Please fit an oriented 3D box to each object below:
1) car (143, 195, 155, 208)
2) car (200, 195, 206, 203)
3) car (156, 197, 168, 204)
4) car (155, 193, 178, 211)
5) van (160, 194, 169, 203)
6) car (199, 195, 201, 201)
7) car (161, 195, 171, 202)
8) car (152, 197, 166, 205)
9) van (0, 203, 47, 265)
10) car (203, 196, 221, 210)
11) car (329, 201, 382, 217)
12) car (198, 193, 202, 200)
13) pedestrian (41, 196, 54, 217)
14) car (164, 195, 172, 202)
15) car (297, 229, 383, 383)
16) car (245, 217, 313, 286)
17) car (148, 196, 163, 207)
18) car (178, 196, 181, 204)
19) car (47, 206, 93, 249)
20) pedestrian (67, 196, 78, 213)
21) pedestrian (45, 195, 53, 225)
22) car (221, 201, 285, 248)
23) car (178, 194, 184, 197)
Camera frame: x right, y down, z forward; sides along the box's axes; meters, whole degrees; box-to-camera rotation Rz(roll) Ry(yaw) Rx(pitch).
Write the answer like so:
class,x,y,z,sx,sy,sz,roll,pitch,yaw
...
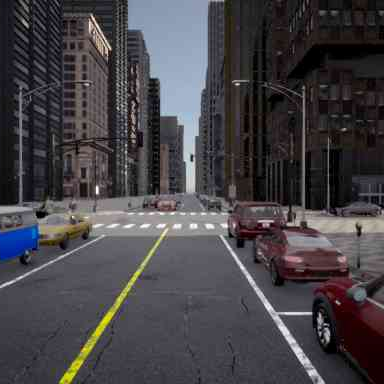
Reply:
class,x,y,z,sx,sy,sz,roll,pitch,yaw
car,-5.770,1.322,47.387,2.192,1.841,5.009,0,0,0
car,2.755,1.560,53.039,2.008,1.369,4.403,0,0,0
car,-5.771,1.596,64.309,1.802,1.307,4.206,0,0,0
car,-3.046,1.357,40.709,2.097,1.767,4.553,0,0,-2
van,-5.773,1.359,69.950,1.690,1.788,3.998,0,0,0
car,2.754,1.556,58.679,1.887,1.381,4.507,0,0,0
car,-5.773,1.461,75.591,1.967,1.590,4.097,0,0,0
car,-5.771,1.578,58.670,1.947,1.339,4.313,0,0,0
van,-5.766,1.341,9.095,1.690,1.788,3.998,0,0,0
car,2.756,1.556,41.757,2.008,1.369,4.403,0,0,0
car,14.666,1.527,29.944,4.181,1.385,1.994,0,0,0
car,2.753,1.458,69.960,1.967,1.590,4.097,0,0,0
pedestrian,-8.771,1.142,20.238,0.375,1.860,0.375,0,0,0
car,-5.773,1.551,81.062,1.752,1.417,4.829,0,0,0
car,2.760,1.440,3.429,1.967,1.590,4.097,0,0,0
car,2.759,1.582,9.106,1.802,1.307,4.206,0,0,0
car,-5.771,1.450,53.029,1.967,1.590,4.097,0,0,0
car,-3.096,1.610,50.832,1.895,1.301,4.718,0,0,0
car,-5.766,1.526,14.603,1.752,1.417,4.829,0,0,0
pedestrian,-7.706,1.138,21.700,0.375,1.860,0.375,0,0,0
pedestrian,-9.023,1.144,20.975,0.375,1.860,0.375,0,0,0
car,2.758,1.315,14.784,2.192,1.841,5.009,0,0,0
car,-3.067,1.561,62.079,2.033,1.411,5.357,0,0,1
